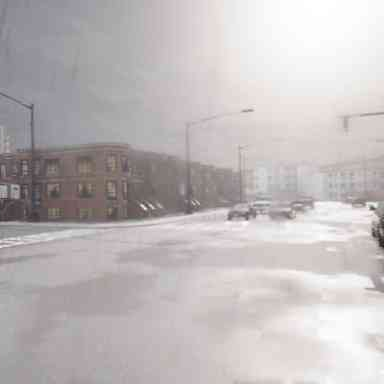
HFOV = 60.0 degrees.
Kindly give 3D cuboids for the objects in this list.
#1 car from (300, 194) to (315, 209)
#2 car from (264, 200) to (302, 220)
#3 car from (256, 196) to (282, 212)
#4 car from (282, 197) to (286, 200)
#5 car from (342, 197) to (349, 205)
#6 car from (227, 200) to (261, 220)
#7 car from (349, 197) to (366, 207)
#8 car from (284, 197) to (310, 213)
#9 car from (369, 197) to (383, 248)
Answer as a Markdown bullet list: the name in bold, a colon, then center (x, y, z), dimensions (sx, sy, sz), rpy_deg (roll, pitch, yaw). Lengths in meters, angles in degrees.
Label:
- **car**: center (16.599, 1.395, 48.373), dimensions (2.150, 2.045, 5.566), rpy_deg (-1, -1, 24)
- **car**: center (8.384, 1.694, 30.256), dimensions (2.033, 1.411, 5.357), rpy_deg (-1, -1, 24)
- **car**: center (8.700, 1.454, 39.373), dimensions (2.150, 2.045, 5.566), rpy_deg (-1, -1, 25)
- **car**: center (12.852, 1.599, 48.563), dimensions (2.097, 1.767, 4.553), rpy_deg (-1, -1, 24)
- **car**: center (29.753, 1.593, 62.709), dimensions (2.128, 1.511, 4.902), rpy_deg (-1, -1, 11)
- **car**: center (4.694, 1.746, 30.575), dimensions (1.812, 1.442, 4.674), rpy_deg (-1, -1, 24)
- **car**: center (26.029, 1.536, 52.074), dimensions (1.837, 1.490, 4.892), rpy_deg (-1, -1, 24)
- **car**: center (12.242, 1.684, 38.693), dimensions (1.812, 1.442, 4.674), rpy_deg (-1, -1, 24)
- **car**: center (9.142, 1.194, 14.442), dimensions (2.150, 2.045, 5.566), rpy_deg (-1, -1, 24)
